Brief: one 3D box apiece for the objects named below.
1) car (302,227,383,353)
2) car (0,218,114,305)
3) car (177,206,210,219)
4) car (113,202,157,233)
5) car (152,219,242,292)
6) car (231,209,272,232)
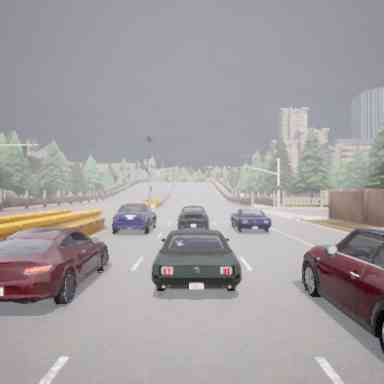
[{"bbox_3d":[3.595,1.388,5.854,2.097,1.767,4.553,0,0,0],"label":"car"},{"bbox_3d":[-3.410,1.576,8.069,1.812,1.442,4.674,0,0,0],"label":"car"},{"bbox_3d":[0.080,1.639,21.425,1.837,1.490,4.892,0,0,0],"label":"car"},{"bbox_3d":[-3.421,1.480,20.542,2.097,1.767,4.553,0,0,0],"label":"car"},{"bbox_3d":[0.093,1.657,9.051,1.895,1.301,4.718,0,0,0],"label":"car"},{"bbox_3d":[3.579,1.730,21.058,1.895,1.301,4.718,0,0,0],"label":"car"}]
